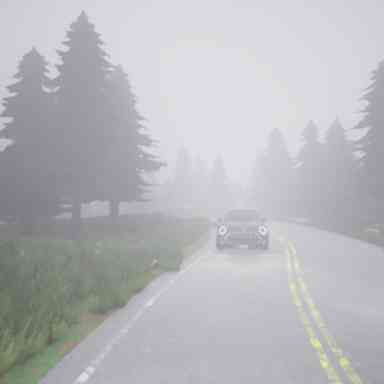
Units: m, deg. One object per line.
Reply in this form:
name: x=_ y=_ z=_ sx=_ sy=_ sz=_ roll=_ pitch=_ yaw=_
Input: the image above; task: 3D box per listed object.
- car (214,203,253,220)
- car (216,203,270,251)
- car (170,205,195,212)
car: x=4.002 y=1.878 z=33.065 sx=1.837 sy=1.490 sz=4.892 roll=2 pitch=-2 yaw=-19
car: x=2.250 y=1.515 z=15.007 sx=2.097 sy=1.767 sz=4.553 roll=-1 pitch=0 yaw=8
car: x=-1.464 y=2.397 z=42.638 sx=1.812 sy=1.442 sz=4.674 roll=5 pitch=-7 yaw=-40
